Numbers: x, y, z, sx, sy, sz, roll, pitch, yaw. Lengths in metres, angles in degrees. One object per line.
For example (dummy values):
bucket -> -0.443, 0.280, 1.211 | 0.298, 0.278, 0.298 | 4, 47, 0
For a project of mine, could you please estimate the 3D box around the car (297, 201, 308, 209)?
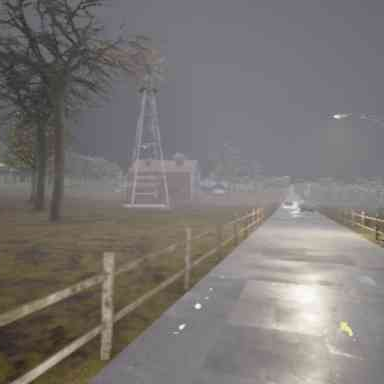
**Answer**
car -> 23.179, 2.642, 69.999 | 2.128, 1.511, 4.902 | 1, 0, 17

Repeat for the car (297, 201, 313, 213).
car -> 18.098, 2.451, 52.526 | 2.128, 1.511, 4.902 | 1, 0, 17

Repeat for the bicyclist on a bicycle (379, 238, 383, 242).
bicyclist on a bicycle -> 6.138, 1.707, 9.952 | 0.866, 1.612, 1.509 | 1, -1, 17

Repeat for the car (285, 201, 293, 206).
car -> 22.939, 2.696, 78.856 | 1.895, 1.301, 4.718 | 1, 0, 17
